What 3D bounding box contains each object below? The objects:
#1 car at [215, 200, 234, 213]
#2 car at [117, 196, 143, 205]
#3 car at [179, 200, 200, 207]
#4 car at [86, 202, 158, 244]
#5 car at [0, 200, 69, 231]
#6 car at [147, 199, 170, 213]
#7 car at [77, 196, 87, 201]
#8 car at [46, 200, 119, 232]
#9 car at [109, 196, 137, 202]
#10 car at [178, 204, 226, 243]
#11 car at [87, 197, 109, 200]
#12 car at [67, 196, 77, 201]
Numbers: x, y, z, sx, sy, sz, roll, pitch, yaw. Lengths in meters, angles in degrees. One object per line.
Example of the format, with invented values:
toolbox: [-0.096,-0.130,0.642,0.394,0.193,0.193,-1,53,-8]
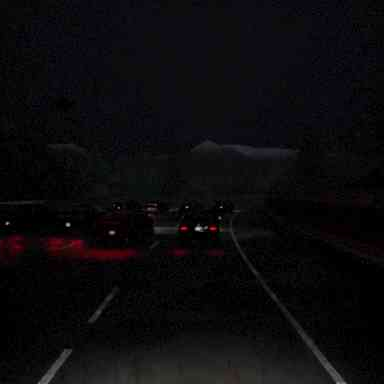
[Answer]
car: [3.477,1.546,36.658,1.994,1.385,4.181,0,0,12]
car: [-11.301,1.518,60.959,2.033,1.411,5.357,0,0,21]
car: [-0.112,1.546,36.611,1.994,1.385,4.181,0,0,12]
car: [-3.062,1.470,15.758,1.882,1.535,5.008,0,0,3]
car: [-9.715,1.482,20.389,2.128,1.511,4.902,0,0,5]
car: [-3.816,1.474,36.054,2.128,1.511,4.902,0,0,12]
car: [-18.552,1.570,61.598,1.895,1.301,4.718,0,0,20]
car: [-6.258,1.482,19.753,2.128,1.511,4.902,0,0,5]
car: [-7.183,1.507,37.045,1.812,1.442,4.674,0,0,12]
car: [0.425,1.539,15.970,2.033,1.411,5.357,0,0,4]
car: [-15.908,1.535,58.477,1.994,1.385,4.181,0,0,19]
car: [-21.783,1.529,62.894,1.994,1.385,4.181,0,0,19]
